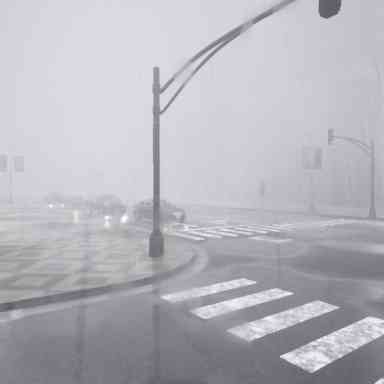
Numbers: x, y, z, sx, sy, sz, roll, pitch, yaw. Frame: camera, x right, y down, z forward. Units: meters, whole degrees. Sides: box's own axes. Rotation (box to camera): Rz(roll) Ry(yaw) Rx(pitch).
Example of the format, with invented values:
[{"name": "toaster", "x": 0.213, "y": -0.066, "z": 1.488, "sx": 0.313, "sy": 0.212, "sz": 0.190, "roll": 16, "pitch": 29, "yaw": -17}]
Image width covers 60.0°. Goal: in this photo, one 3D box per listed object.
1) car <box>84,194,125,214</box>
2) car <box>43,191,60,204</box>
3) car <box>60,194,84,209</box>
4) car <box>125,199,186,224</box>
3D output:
[{"name": "car", "x": -7.609, "y": 0.975, "z": 29.743, "sx": 2.097, "sy": 1.767, "sz": 4.553, "roll": 0, "pitch": 1, "yaw": -36}, {"name": "car", "x": -18.831, "y": 0.693, "z": 45.404, "sx": 2.097, "sy": 1.767, "sz": 4.553, "roll": 0, "pitch": 1, "yaw": -35}, {"name": "car", "x": -12.849, "y": 1.095, "z": 37.038, "sx": 1.895, "sy": 1.301, "sz": 4.718, "roll": 0, "pitch": 1, "yaw": -36}, {"name": "car", "x": -2.282, "y": 1.243, "z": 22.339, "sx": 2.128, "sy": 1.511, "sz": 4.902, "roll": 0, "pitch": 1, "yaw": -36}]
